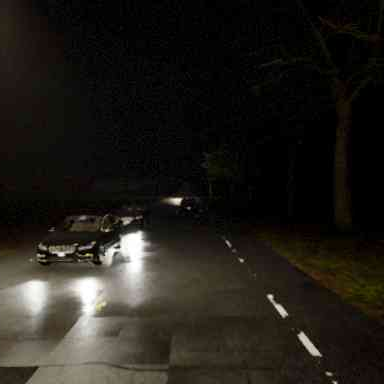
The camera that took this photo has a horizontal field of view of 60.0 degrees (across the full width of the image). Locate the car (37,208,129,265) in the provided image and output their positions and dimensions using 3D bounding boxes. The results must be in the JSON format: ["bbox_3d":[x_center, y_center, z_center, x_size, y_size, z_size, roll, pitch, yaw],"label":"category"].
[{"bbox_3d":[-3.719,1.529,11.842,1.837,1.490,4.892,0,0,-1],"label":"car"}]

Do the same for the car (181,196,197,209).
[{"bbox_3d":[-0.453,1.412,45.943,2.128,1.511,4.902,0,0,-1],"label":"car"}]

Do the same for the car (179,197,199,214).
[{"bbox_3d":[-0.304,1.535,34.686,1.994,1.385,4.181,0,0,-1],"label":"car"}]

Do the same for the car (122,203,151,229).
[{"bbox_3d":[-3.836,1.508,22.046,2.128,1.511,4.902,0,0,-1],"label":"car"}]
